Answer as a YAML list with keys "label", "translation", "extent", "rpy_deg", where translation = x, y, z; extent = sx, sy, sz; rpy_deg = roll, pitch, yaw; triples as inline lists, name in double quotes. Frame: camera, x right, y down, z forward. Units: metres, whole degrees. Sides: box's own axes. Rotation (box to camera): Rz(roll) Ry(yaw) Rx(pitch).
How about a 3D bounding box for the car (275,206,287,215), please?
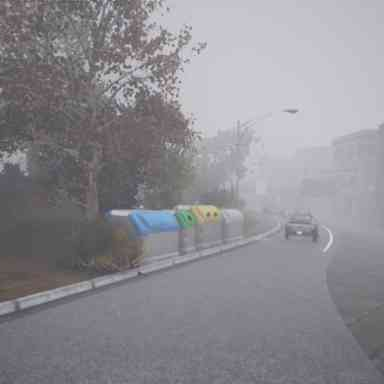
- label: "car"
  translation: [13.059, 2.941, 45.517]
  extent: [1.895, 1.301, 4.718]
  rpy_deg: [0, -1, 4]

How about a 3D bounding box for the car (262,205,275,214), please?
- label: "car"
  translation: [13.093, 2.909, 55.413]
  extent: [1.994, 1.385, 4.181]
  rpy_deg: [0, 1, -5]

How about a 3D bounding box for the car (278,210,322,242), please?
- label: "car"
  translation: [7.063, 2.173, 21.034]
  extent: [2.128, 1.511, 4.902]
  rpy_deg: [1, -2, 24]

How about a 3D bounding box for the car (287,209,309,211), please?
- label: "car"
  translation: [11.601, 2.623, 35.144]
  extent: [2.128, 1.511, 4.902]
  rpy_deg: [0, -2, 13]
